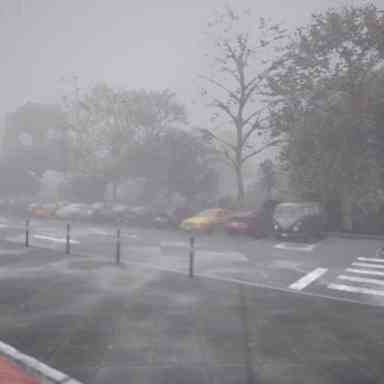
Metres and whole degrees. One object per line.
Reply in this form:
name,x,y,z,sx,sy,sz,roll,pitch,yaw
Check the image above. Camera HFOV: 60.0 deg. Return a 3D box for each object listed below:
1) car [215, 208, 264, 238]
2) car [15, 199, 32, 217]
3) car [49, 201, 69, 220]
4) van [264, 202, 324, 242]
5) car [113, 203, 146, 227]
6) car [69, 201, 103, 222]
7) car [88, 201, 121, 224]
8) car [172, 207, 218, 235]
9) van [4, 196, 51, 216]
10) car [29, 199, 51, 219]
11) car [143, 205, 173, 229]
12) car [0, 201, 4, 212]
car,3.711,1.810,20.141,2.163,1.488,4.792,0,0,35
car,-14.400,1.720,32.988,2.002,1.452,4.674,0,0,35
car,-9.875,1.744,29.770,2.002,1.452,4.674,0,0,35
van,5.887,1.568,18.413,1.878,1.987,4.442,0,0,35
car,-3.093,1.742,24.940,2.231,1.521,4.892,0,0,35
car,-7.594,1.590,28.188,2.185,1.767,4.553,0,0,35
car,-5.347,1.728,26.558,2.097,1.535,5.008,0,0,35
car,1.324,1.764,21.576,1.946,1.575,5.366,0,0,35
van,-16.591,1.443,34.694,1.878,1.987,4.442,0,0,35
car,-12.138,1.691,31.377,2.097,1.535,5.008,0,0,35
car,-0.812,1.784,23.360,2.163,1.488,4.792,0,0,35
car,-21.198,1.675,37.794,2.163,1.488,4.792,0,0,35
